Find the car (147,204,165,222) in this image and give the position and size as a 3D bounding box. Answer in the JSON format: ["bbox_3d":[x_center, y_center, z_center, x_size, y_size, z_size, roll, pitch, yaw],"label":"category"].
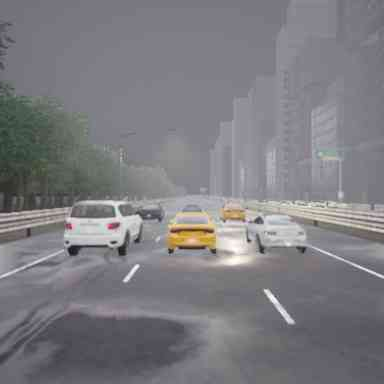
[{"bbox_3d":[-3.478,1.791,29.486,1.882,1.535,5.008,0,0,0],"label":"car"}]

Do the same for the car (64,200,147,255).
[{"bbox_3d":[-3.491,1.359,14.024,2.150,2.045,5.566,0,0,0],"label":"car"}]

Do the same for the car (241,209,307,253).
[{"bbox_3d":[3.512,1.673,14.389,1.812,1.442,4.674,0,0,0],"label":"car"}]

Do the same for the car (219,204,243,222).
[{"bbox_3d":[3.522,1.792,29.477,1.882,1.535,5.008,0,0,0],"label":"car"}]

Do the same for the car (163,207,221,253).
[{"bbox_3d":[0.013,1.626,14.489,1.882,1.535,5.008,0,0,0],"label":"car"}]

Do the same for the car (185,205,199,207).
[{"bbox_3d":[0.018,1.856,28.993,2.033,1.411,5.357,0,-1,0],"label":"car"}]
